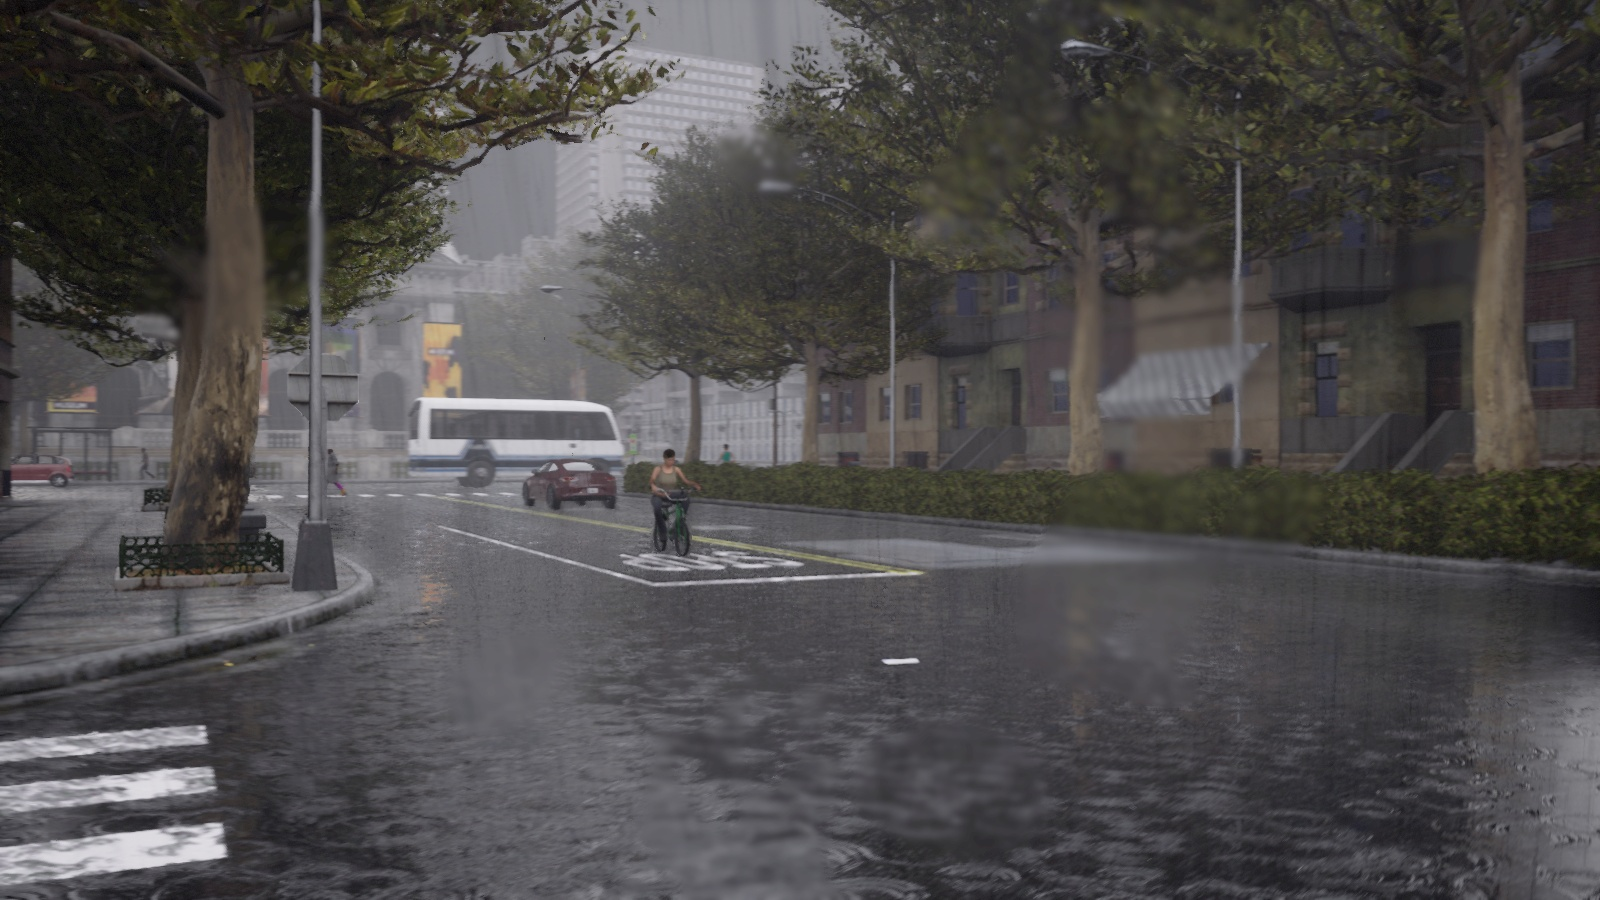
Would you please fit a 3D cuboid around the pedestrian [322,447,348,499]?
[{"bbox_3d":[-17.371,0.853,46.880,0.873,1.952,0.659,0,0,-23],"label":"pedestrian"}]

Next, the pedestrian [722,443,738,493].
[{"bbox_3d":[-2.574,0.666,46.301,0.345,1.836,0.594,0,0,-32],"label":"pedestrian"}]

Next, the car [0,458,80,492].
[{"bbox_3d":[-35.611,1.131,58.223,3.705,1.549,1.789,0,0,-26],"label":"car"}]

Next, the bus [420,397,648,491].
[{"bbox_3d":[-12.974,-0.259,61.380,10.273,4.253,3.944,0,0,-26],"label":"bus"}]

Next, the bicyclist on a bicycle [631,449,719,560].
[{"bbox_3d":[-1.911,0.793,19.037,0.866,1.612,1.509,0,0,-26],"label":"bicyclist on a bicycle"}]

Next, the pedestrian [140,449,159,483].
[{"bbox_3d":[-35.308,0.863,68.170,0.869,1.805,0.328,0,0,-25],"label":"pedestrian"}]

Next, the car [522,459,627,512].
[{"bbox_3d":[-6.664,0.991,36.696,1.812,1.442,4.674,0,0,-26],"label":"car"}]
